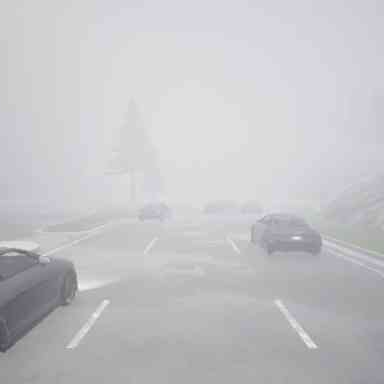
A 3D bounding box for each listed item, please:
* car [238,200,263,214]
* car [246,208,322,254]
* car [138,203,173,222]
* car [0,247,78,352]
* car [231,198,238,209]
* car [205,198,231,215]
[{"bbox_3d":[6.378,1.563,35.081,1.994,1.385,4.181,0,0,16],"label":"car"},{"bbox_3d":[3.608,1.564,13.433,1.994,1.385,4.181,0,0,0],"label":"car"},{"bbox_3d":[-2.820,1.548,26.681,2.033,1.411,5.357,0,0,7],"label":"car"},{"bbox_3d":[-3.400,1.564,5.349,1.994,1.385,4.181,0,0,0],"label":"car"},{"bbox_3d":[5.296,1.526,44.161,1.812,1.442,4.674,0,0,16],"label":"car"},{"bbox_3d":[2.538,1.526,34.201,1.812,1.442,4.674,0,0,15],"label":"car"}]
